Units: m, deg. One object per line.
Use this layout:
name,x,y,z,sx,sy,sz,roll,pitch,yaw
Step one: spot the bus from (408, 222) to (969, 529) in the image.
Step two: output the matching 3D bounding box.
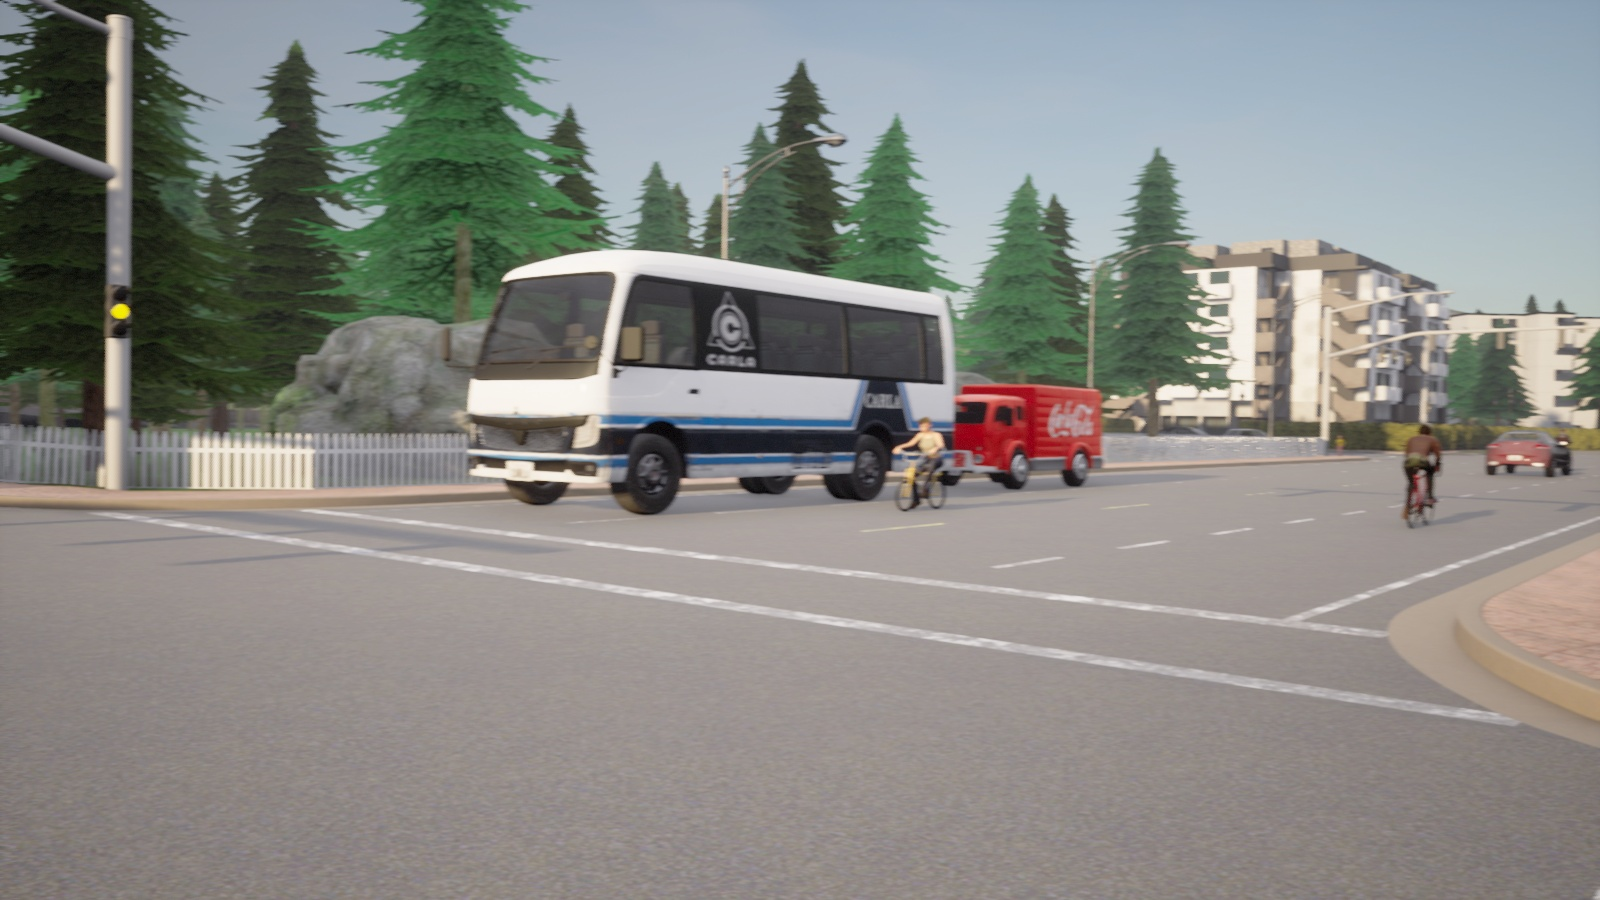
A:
bus,-1.400,-1.149,22.592,3.944,4.253,10.273,1,2,40

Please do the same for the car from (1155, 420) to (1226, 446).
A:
car,23.920,-1.064,76.967,3.705,1.549,1.789,1,2,41

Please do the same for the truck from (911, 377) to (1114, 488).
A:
truck,5.284,-0.446,30.685,2.627,2.467,5.204,1,2,40

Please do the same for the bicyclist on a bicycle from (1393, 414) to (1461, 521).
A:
bicyclist on a bicycle,9.901,0.253,19.798,0.582,1.620,1.656,1,1,39

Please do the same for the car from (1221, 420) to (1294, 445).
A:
car,28.310,-1.094,77.782,3.806,1.475,1.970,1,2,41

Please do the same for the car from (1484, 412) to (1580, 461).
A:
car,26.439,-0.513,45.264,2.152,1.651,5.027,1,2,40

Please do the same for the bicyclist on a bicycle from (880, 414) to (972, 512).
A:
bicyclist on a bicycle,2.161,0.194,21.428,0.866,1.612,1.509,1,2,40
